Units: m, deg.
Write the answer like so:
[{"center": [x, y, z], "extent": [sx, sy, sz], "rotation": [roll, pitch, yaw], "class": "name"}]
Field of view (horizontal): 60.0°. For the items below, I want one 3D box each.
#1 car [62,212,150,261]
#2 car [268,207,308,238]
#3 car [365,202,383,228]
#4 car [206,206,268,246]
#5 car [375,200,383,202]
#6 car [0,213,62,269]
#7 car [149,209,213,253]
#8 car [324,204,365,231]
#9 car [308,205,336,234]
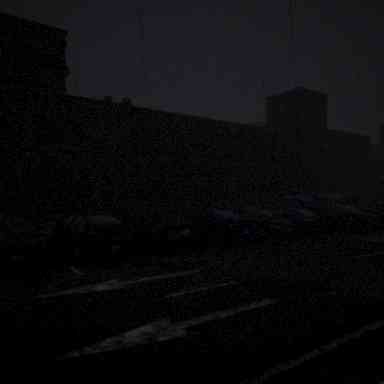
[{"center": [-3.794, 1.491, 12.496], "extent": [2.231, 1.521, 4.892], "rotation": [0, 0, -35], "class": "car"}, {"center": [3.126, 1.513, 17.366], "extent": [2.231, 1.521, 4.892], "rotation": [0, 0, -35], "class": "car"}, {"center": [9.849, 1.542, 22.084], "extent": [2.231, 1.521, 4.892], "rotation": [0, 0, -35], "class": "car"}, {"center": [0.857, 1.504, 15.761], "extent": [2.097, 1.535, 5.008], "rotation": [0, 0, -35], "class": "car"}, {"center": [14.402, 1.606, 25.267], "extent": [2.002, 1.452, 4.674], "rotation": [0, 0, -35], "class": "car"}, {"center": [-6.077, 1.484, 10.909], "extent": [2.097, 1.535, 5.008], "rotation": [0, 0, -35], "class": "car"}, {"center": [-1.540, 1.525, 14.121], "extent": [2.163, 1.488, 4.792], "rotation": [0, 0, -35], "class": "car"}, {"center": [7.560, 1.560, 20.505], "extent": [2.163, 1.488, 4.792], "rotation": [0, 0, -35], "class": "car"}, {"center": [5.303, 1.561, 18.883], "extent": [2.002, 1.452, 4.674], "rotation": [0, 0, -35], "class": "car"}]
